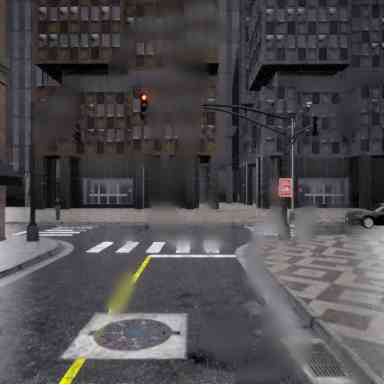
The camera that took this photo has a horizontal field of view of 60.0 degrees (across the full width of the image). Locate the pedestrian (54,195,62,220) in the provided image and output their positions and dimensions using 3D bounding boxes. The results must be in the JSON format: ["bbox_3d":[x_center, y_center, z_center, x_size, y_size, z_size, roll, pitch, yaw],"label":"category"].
[{"bbox_3d":[-9.842,1.153,24.394,0.375,1.860,0.375,0,0,1],"label":"pedestrian"}]

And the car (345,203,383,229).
[{"bbox_3d":[12.359,1.458,21.117,5.008,1.535,1.882,0,0,1],"label":"car"}]
